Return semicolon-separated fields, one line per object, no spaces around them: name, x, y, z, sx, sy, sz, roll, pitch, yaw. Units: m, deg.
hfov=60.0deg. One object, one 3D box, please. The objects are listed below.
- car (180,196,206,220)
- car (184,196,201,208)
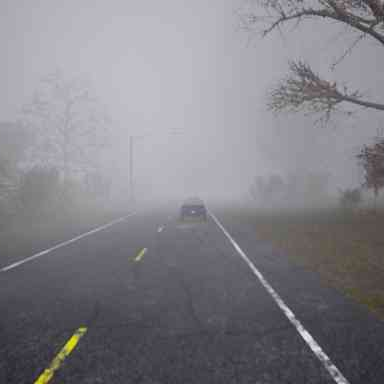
car;0.098;1.244;25.776;1.882;1.535;5.008;0;1;0
car;0.093;1.180;41.178;1.994;1.385;4.181;0;1;0
